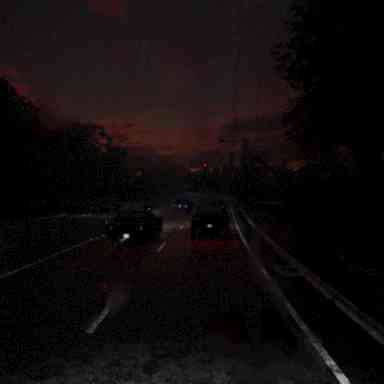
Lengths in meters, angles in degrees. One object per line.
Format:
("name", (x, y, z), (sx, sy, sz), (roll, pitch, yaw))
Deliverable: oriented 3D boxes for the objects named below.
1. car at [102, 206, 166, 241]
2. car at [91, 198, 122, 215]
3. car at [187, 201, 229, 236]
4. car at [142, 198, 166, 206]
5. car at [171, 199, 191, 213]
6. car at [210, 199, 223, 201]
("car", (-2.644, 1.574, 16.426), (1.895, 1.301, 4.718), (0, 0, 4))
("car", (-8.367, 1.393, 32.885), (1.837, 1.490, 4.892), (0, 0, 6))
("car", (1.012, 1.453, 18.154), (1.882, 1.535, 5.008), (0, 0, 4))
("car", (-4.261, 1.404, 38.271), (2.033, 1.411, 5.357), (0, 0, 6))
("car", (-0.937, 1.434, 34.842), (2.033, 1.411, 5.357), (0, 0, 6))
("car", (2.585, 1.440, 34.865), (2.033, 1.411, 5.357), (0, 0, 6))
